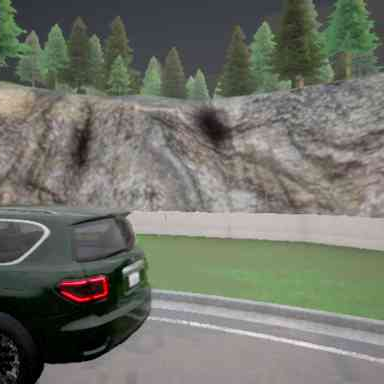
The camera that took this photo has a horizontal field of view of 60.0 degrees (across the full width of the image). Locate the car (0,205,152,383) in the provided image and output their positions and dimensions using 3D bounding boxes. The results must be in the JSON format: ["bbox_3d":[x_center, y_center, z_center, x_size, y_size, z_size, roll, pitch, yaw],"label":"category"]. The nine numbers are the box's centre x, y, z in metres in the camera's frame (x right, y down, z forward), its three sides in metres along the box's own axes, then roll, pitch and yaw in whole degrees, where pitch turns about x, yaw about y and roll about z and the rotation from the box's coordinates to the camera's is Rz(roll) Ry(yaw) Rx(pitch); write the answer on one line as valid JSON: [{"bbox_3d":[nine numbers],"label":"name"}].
[{"bbox_3d":[-3.356,1.215,4.888,5.566,2.045,2.150,0,-1,13],"label":"car"}]
